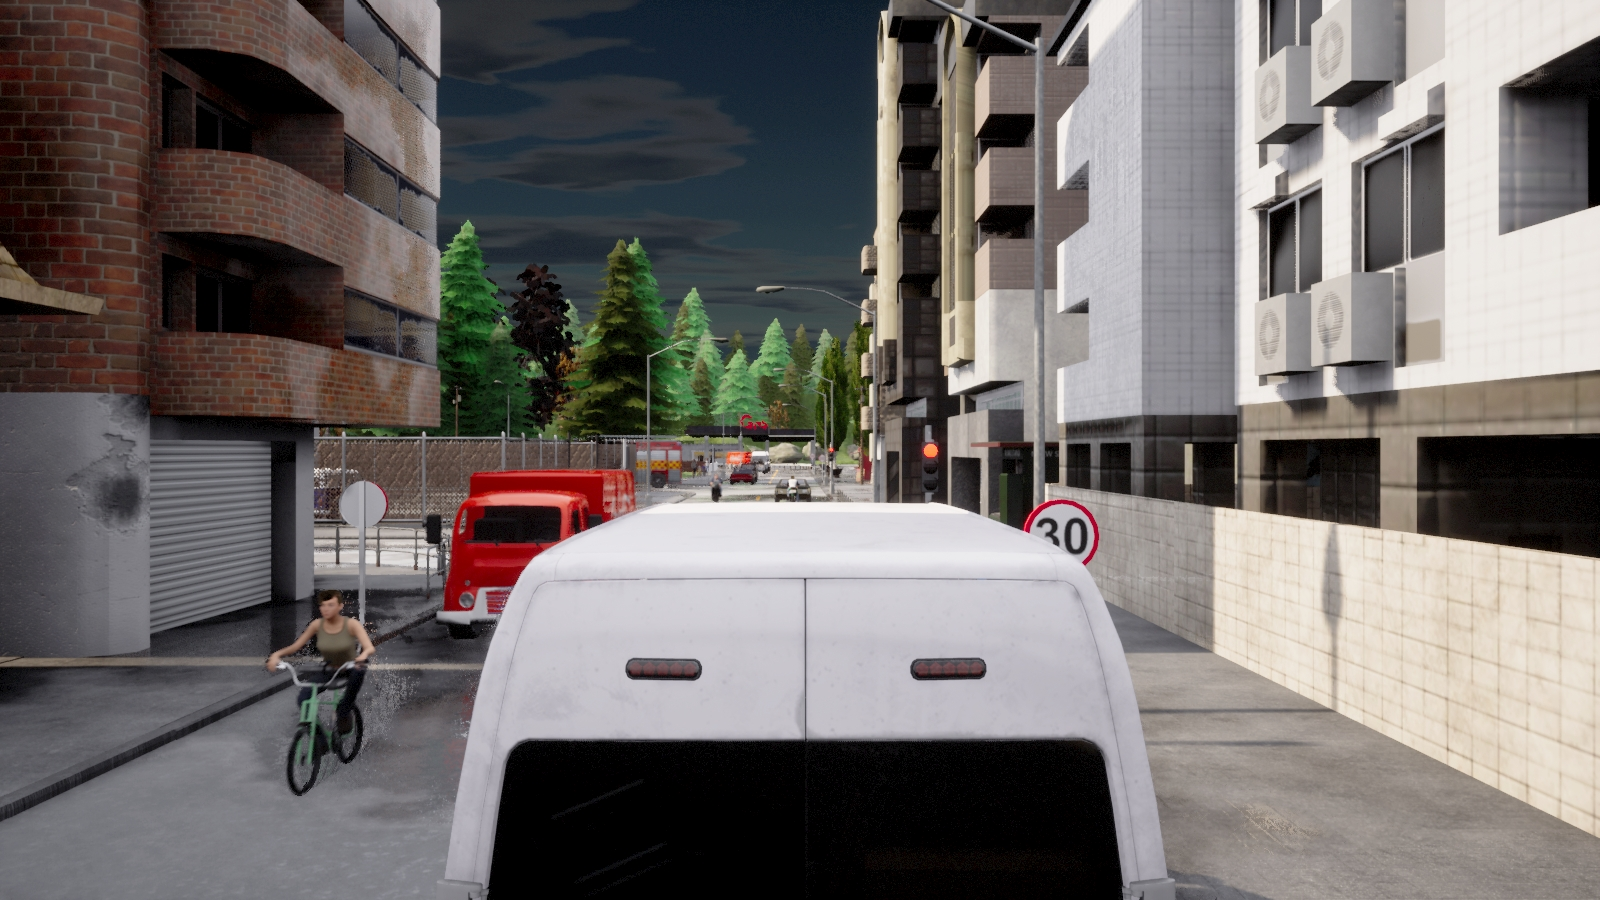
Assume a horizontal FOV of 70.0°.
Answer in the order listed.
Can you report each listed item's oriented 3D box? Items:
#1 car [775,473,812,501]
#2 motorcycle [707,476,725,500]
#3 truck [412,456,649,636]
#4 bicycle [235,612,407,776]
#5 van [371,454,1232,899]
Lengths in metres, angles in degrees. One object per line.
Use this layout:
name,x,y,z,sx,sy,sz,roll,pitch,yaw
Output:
car,-0.339,1.912,60.159,1.895,1.301,4.718,0,0,0
motorcycle,-4.385,1.970,59.597,0.803,1.145,2.033,0,0,0
truck,-4.078,1.340,18.432,2.627,2.467,5.204,0,0,0
bicycle,-4.040,2.032,9.773,0.859,1.080,1.487,0,0,-1
van,-0.009,1.312,5.597,1.988,2.561,5.915,0,0,0
